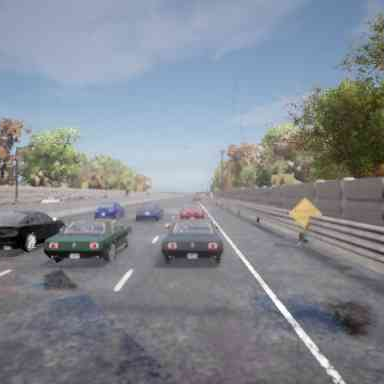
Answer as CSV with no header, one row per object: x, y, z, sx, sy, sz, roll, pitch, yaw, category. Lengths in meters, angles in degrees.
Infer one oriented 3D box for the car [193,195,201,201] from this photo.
1.235,1.631,83.360,2.097,1.767,4.553,0,0,0,car

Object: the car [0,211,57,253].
-6.945,1.507,13.904,1.882,1.535,5.008,0,0,0,car

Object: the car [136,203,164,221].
-3.449,1.633,27.886,1.994,1.385,4.181,0,0,1,car

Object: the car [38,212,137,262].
-3.459,1.626,12.108,1.895,1.301,4.718,0,0,1,car

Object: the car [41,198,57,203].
-24.520,1.698,57.783,1.812,1.442,4.674,0,0,1,car

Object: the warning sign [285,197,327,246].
4.550,1.144,13.390,1.300,1.860,1.060,0,0,0,warning sign

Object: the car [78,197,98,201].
-17.530,1.666,58.133,2.128,1.511,4.902,0,0,1,car

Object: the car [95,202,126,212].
-6.946,1.595,28.441,1.812,1.442,4.674,0,0,0,car

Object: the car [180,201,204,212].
0.042,1.667,27.109,1.895,1.301,4.718,0,0,1,car

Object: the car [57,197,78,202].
-21.024,1.666,57.932,2.128,1.511,4.902,0,0,1,car

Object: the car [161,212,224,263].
0.041,1.626,12.105,1.895,1.301,4.718,0,0,1,car
